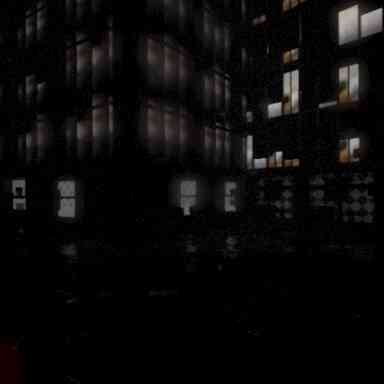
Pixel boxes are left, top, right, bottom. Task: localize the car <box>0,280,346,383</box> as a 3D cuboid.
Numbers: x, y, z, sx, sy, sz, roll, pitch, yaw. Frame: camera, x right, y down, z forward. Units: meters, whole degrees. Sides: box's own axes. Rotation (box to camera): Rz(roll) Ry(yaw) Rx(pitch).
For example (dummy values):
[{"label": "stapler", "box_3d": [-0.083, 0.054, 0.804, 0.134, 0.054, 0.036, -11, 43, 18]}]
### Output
[{"label": "car", "box_3d": [-0.658, 1.604, 3.342, 4.206, 1.307, 1.802, -1, 0, 35]}]
